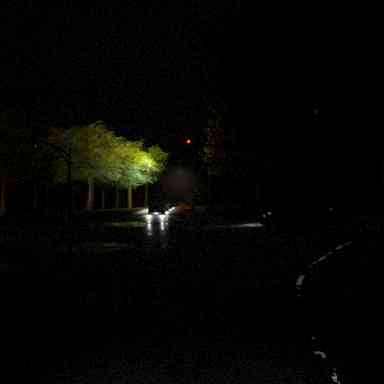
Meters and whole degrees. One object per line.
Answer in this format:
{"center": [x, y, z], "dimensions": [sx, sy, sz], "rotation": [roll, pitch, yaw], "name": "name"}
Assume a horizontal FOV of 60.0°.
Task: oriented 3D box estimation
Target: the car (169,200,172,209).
{"center": [-4.414, 2.086, 49.508], "dimensions": [1.812, 1.442, 4.674], "rotation": [0, -1, -1], "name": "car"}

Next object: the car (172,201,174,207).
{"center": [-4.639, 2.106, 59.624], "dimensions": [2.097, 1.767, 4.553], "rotation": [0, -1, -1], "name": "car"}

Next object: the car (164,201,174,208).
{"center": [-4.843, 2.640, 71.307], "dimensions": [1.895, 1.301, 4.718], "rotation": [0, -2, -1], "name": "car"}

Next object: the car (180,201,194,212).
{"center": [-0.678, 1.992, 46.903], "dimensions": [1.882, 1.535, 5.008], "rotation": [0, -1, -1], "name": "car"}

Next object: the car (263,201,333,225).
{"center": [6.521, 1.252, 20.734], "dimensions": [4.181, 1.385, 1.994], "rotation": [-2, -1, 2], "name": "car"}

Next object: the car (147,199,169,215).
{"center": [-4.196, 1.902, 40.092], "dimensions": [1.837, 1.490, 4.892], "rotation": [0, -1, -1], "name": "car"}
